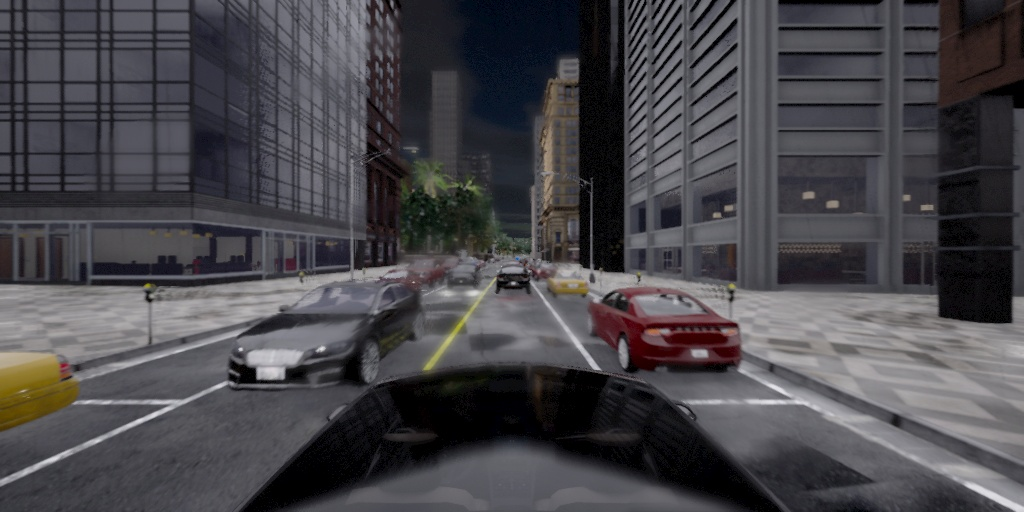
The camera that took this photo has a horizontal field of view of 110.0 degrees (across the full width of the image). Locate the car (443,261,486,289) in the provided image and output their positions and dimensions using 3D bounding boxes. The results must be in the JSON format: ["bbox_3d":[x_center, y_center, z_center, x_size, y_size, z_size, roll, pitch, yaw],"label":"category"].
[{"bbox_3d":[-3.005,1.283,23.577,1.837,1.490,4.892,0,0,0],"label":"car"}]

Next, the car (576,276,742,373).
[{"bbox_3d":[2.762,1.301,7.497,1.888,1.381,4.507,0,0,0],"label":"car"}]

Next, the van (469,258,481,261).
[{"bbox_3d":[-5.765,1.164,50.911,1.690,1.789,3.998,0,0,0],"label":"van"}]

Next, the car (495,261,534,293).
[{"bbox_3d":[0.081,1.250,20.978,1.882,1.535,5.008,0,0,0],"label":"car"}]

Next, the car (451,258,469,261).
[{"bbox_3d":[-5.764,1.109,34.633,2.192,1.841,5.009,0,0,0],"label":"car"}]

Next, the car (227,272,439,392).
[{"bbox_3d":[-3.074,1.249,7.040,2.128,1.511,4.902,0,0,0],"label":"car"}]

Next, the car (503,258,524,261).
[{"bbox_3d":[0.096,1.285,42.557,1.882,1.535,5.008,0,0,0],"label":"car"}]

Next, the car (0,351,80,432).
[{"bbox_3d":[-5.762,1.276,1.907,1.751,1.417,4.829,0,0,0],"label":"car"}]

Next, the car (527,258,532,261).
[{"bbox_3d":[2.761,1.234,34.621,1.967,1.591,4.097,0,0,0],"label":"car"}]

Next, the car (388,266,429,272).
[{"bbox_3d":[-5.763,1.351,18.355,1.802,1.307,4.207,0,0,0],"label":"car"}]

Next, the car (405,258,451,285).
[{"bbox_3d":[-5.763,1.092,23.781,2.192,1.841,5.009,0,0,0],"label":"car"}]

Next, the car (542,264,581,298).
[{"bbox_3d":[2.762,1.295,18.517,1.751,1.417,4.829,0,0,0],"label":"car"}]

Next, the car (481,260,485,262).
[{"bbox_3d":[-5.765,1.272,56.337,1.967,1.591,4.097,0,0,0],"label":"car"}]

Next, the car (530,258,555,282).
[{"bbox_3d":[2.761,1.225,29.196,1.967,1.591,4.097,0,0,0],"label":"car"}]

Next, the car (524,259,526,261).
[{"bbox_3d":[2.761,1.363,45.471,2.007,1.370,4.403,0,0,0],"label":"car"}]
